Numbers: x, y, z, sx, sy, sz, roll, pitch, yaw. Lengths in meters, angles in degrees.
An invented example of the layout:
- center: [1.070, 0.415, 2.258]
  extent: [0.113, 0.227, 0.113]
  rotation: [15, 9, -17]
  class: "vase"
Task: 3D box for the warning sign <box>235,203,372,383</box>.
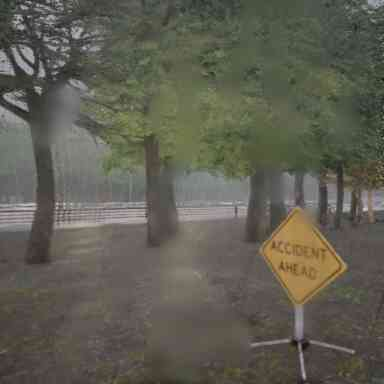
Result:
- center: [1.390, 1.118, 4.298]
  extent: [1.060, 1.860, 1.300]
  rotation: [-1, 1, -36]
  class: "warning sign"
